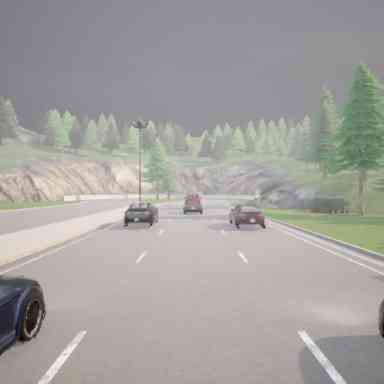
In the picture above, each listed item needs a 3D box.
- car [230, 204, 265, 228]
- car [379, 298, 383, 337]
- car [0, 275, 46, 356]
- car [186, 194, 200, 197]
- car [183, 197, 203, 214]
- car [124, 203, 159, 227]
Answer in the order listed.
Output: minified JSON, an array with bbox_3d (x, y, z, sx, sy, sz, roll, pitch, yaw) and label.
[{"bbox_3d":[3.607,1.526,22.083,1.812,1.442,4.674,0,0,0],"label":"car"},{"bbox_3d":[3.597,1.503,2.836,1.837,1.490,4.892,0,-1,0],"label":"car"},{"bbox_3d":[-3.403,1.564,3.814,1.994,1.385,4.181,0,0,0],"label":"car"},{"bbox_3d":[0.099,1.221,44.599,2.150,2.045,5.566,0,0,0],"label":"car"},{"bbox_3d":[0.104,1.564,35.177,1.994,1.385,4.181,0,0,0],"label":"car"},{"bbox_3d":[-3.396,1.492,22.842,2.128,1.511,4.902,0,0,0],"label":"car"}]
